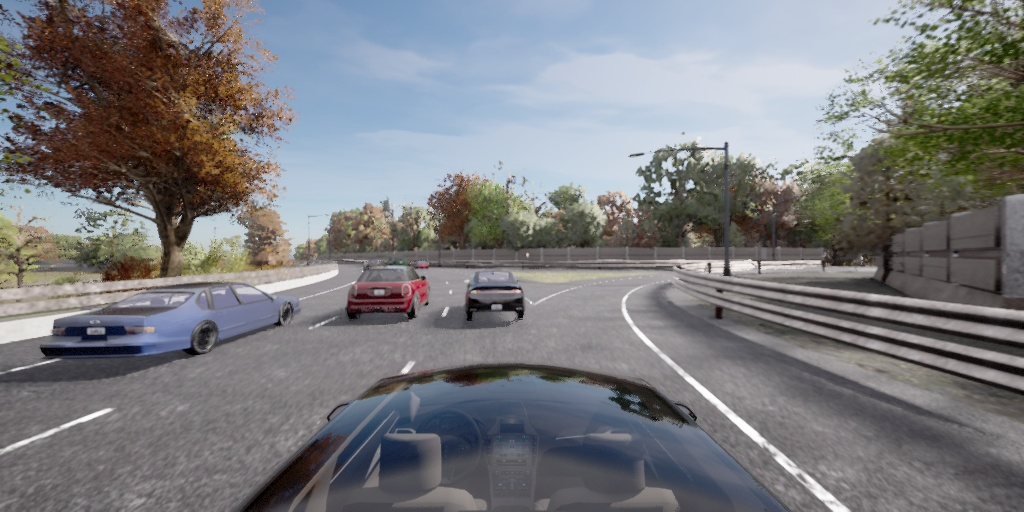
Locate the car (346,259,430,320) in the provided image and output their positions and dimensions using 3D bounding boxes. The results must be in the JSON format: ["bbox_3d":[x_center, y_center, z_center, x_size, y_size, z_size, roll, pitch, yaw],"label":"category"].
[{"bbox_3d":[-4.251,1.125,13.019,2.097,1.767,4.553,0,0,-6],"label":"car"}]

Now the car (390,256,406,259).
[{"bbox_3d":[-17.660,1.071,54.837,2.150,2.045,5.566,0,0,-32],"label":"car"}]

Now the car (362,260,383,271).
[{"bbox_3d":[-20.690,1.352,53.088,2.128,1.511,4.902,0,0,-32],"label":"car"}]

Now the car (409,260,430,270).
[{"bbox_3d":[-14.597,1.403,56.535,1.994,1.385,4.181,0,0,-32],"label":"car"}]

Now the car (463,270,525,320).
[{"bbox_3d":[-0.684,1.251,12.664,2.128,1.511,4.902,0,0,-6],"label":"car"}]

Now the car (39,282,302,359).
[{"bbox_3d":[-7.270,1.329,8.611,2.033,1.411,5.357,0,0,-4],"label":"car"}]
